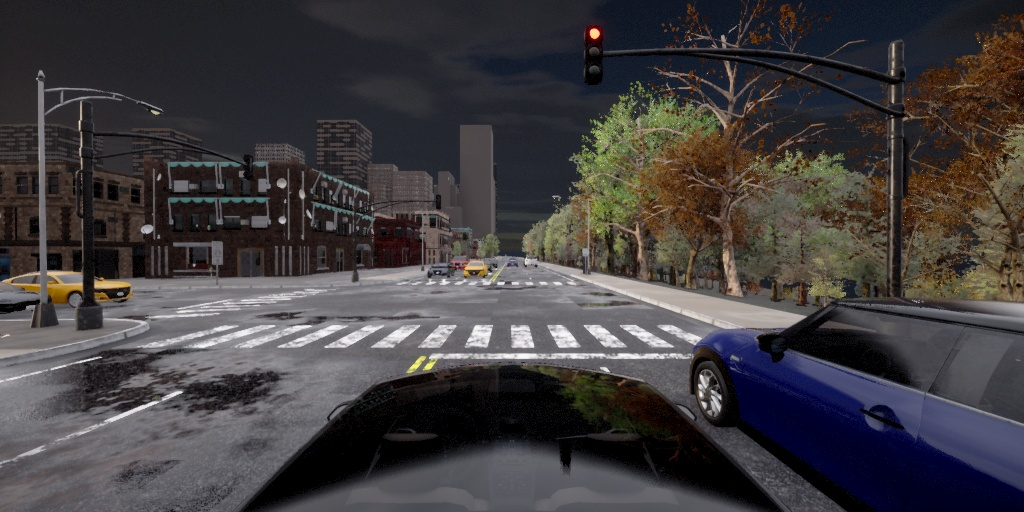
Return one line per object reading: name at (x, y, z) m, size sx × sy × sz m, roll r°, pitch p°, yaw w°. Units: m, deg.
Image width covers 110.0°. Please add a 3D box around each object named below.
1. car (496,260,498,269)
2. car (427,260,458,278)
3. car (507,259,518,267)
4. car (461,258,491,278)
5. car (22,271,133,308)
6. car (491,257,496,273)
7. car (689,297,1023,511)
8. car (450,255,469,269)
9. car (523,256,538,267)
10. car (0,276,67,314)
car at (-3.332, 1.085, 56.708) m, size 2.097 × 1.767 × 4.553 m, roll 0°, pitch 0°, yaw 0°
car at (-6.601, 1.303, 33.778) m, size 1.994 × 1.385 × 4.181 m, roll 0°, pitch 0°, yaw 0°
car at (0.100, 1.252, 64.490) m, size 1.812 × 1.442 × 4.674 m, roll 0°, pitch 0°, yaw 0°
car at (-3.351, 1.217, 33.982) m, size 1.882 × 1.535 × 5.008 m, roll 0°, pitch 0°, yaw 0°
car at (-20.009, 1.450, 15.985) m, size 5.008 × 1.535 × 1.882 m, roll -1°, pitch 1°, yaw -1°
car at (-3.350, 1.240, 44.117) m, size 1.837 × 1.490 × 4.892 m, roll 0°, pitch 0°, yaw 0°
car at (3.351, 1.102, 2.833) m, size 2.097 × 1.767 × 4.553 m, roll 0°, pitch 0°, yaw 0°
car at (-6.598, 0.953, 45.859) m, size 2.150 × 2.045 × 5.566 m, roll 0°, pitch 0°, yaw 0°
car at (3.353, 0.948, 63.641) m, size 2.150 × 2.045 × 5.566 m, roll 0°, pitch 0°, yaw 0°
car at (-19.947, 1.564, 13.290) m, size 4.313 × 1.339 × 1.948 m, roll 0°, pitch 0°, yaw 0°
